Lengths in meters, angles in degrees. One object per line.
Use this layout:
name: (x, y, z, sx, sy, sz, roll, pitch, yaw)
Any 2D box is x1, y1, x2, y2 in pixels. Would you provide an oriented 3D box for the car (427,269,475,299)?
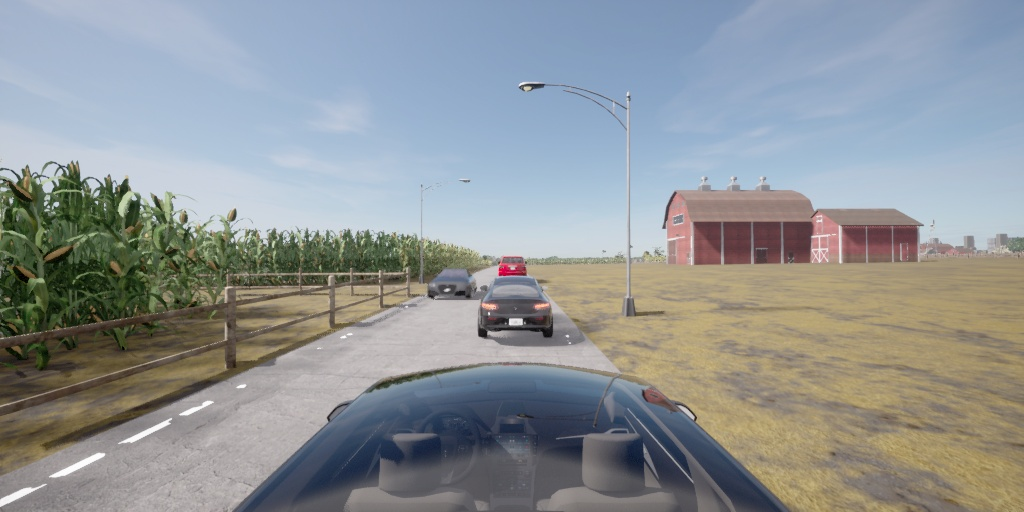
car: (-2.883, 1.327, 17.930, 1.994, 1.385, 4.181, 0, 0, 0)

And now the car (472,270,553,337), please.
car: (0.071, 1.280, 10.150, 1.812, 1.442, 4.674, 0, 0, 0)

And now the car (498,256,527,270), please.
car: (0.045, 0.995, 28.635, 2.150, 2.045, 5.566, 0, 0, 0)
